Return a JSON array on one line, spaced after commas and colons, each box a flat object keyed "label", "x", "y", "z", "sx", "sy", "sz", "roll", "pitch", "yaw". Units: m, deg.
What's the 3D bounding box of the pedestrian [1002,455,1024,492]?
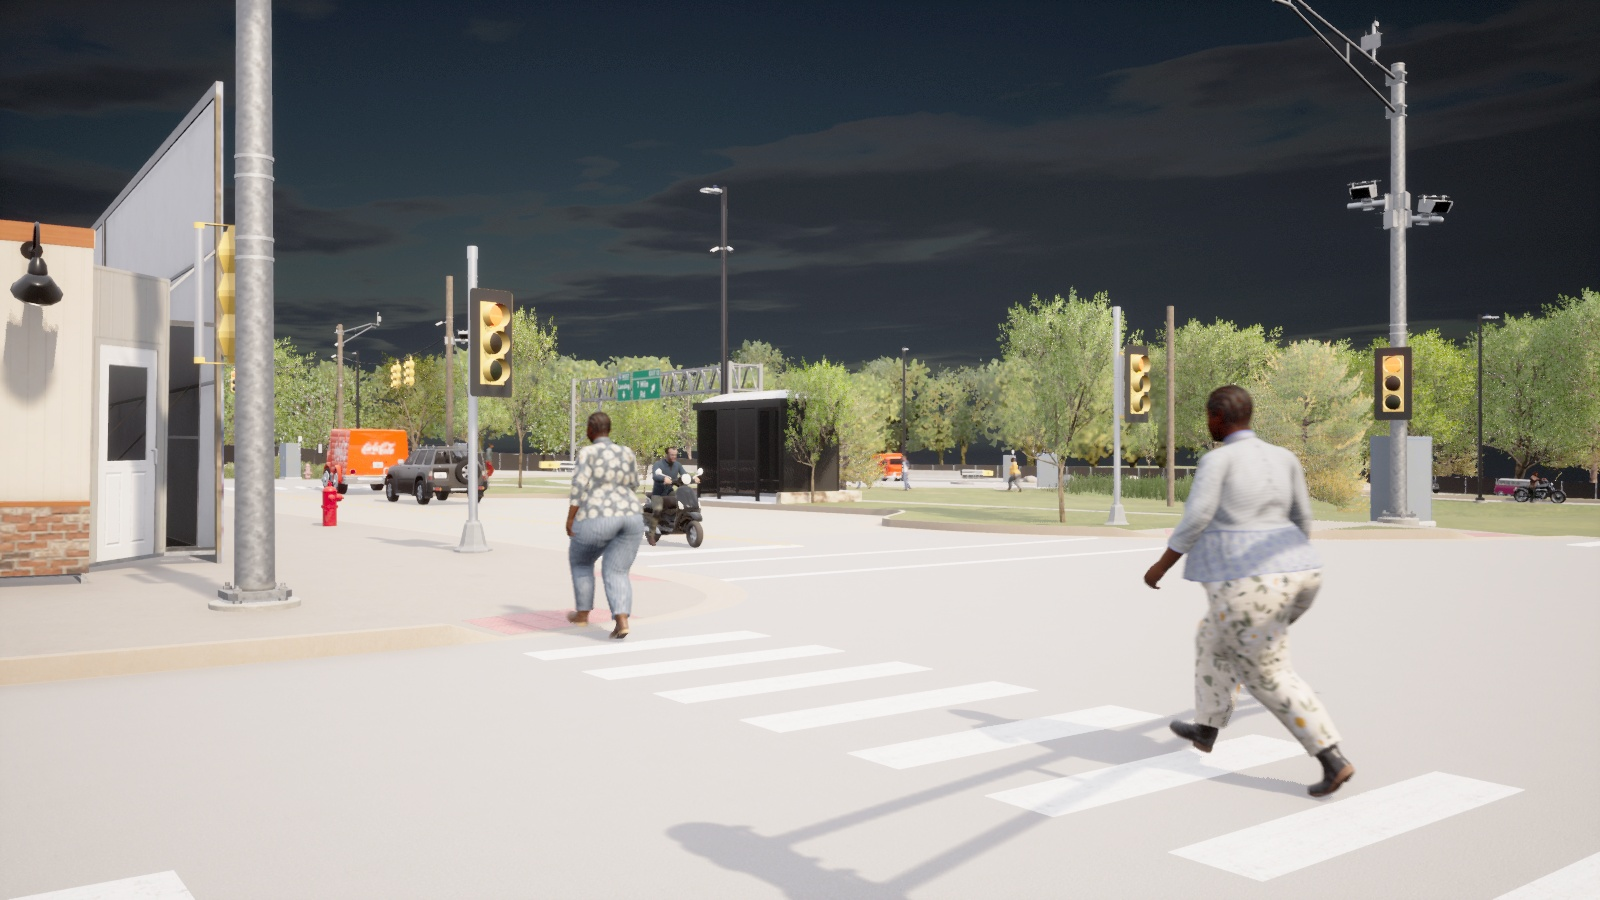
[{"label": "pedestrian", "x": 11.053, "y": 1.208, "z": 65.057, "sx": 0.900, "sy": 1.855, "sz": 0.874, "roll": 0, "pitch": 0, "yaw": 28}]

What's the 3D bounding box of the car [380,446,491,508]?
[{"label": "car", "x": -11.632, "y": 0.806, "z": 39.864, "sx": 1.932, "sy": 1.855, "sz": 4.605, "roll": 0, "pitch": 0, "yaw": -36}]

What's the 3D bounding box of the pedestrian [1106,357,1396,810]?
[{"label": "pedestrian", "x": 2.053, "y": 0.548, "z": 5.762, "sx": 0.874, "sy": 1.855, "sz": 0.900, "roll": 0, "pitch": 0, "yaw": -33}]

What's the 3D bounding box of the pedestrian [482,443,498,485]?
[{"label": "pedestrian", "x": -13.768, "y": 0.630, "z": 55.777, "sx": 0.614, "sy": 1.847, "sz": 0.353, "roll": 0, "pitch": 0, "yaw": -19}]

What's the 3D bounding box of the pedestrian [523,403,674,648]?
[{"label": "pedestrian", "x": -1.633, "y": 0.568, "z": 10.120, "sx": 0.874, "sy": 1.855, "sz": 0.900, "roll": 0, "pitch": 0, "yaw": -37}]

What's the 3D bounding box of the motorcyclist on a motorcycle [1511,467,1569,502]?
[{"label": "motorcyclist on a motorcycle", "x": 36.430, "y": 1.689, "z": 61.827, "sx": 0.766, "sy": 1.649, "sz": 2.350, "roll": 0, "pitch": 0, "yaw": -42}]

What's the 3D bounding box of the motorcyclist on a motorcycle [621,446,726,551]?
[{"label": "motorcyclist on a motorcycle", "x": -2.040, "y": 0.744, "z": 20.081, "sx": 0.866, "sy": 1.590, "sz": 1.817, "roll": 0, "pitch": 0, "yaw": -36}]

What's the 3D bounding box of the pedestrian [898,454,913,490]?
[{"label": "pedestrian", "x": 5.364, "y": 1.126, "z": 63.795, "sx": 0.706, "sy": 1.836, "sz": 0.354, "roll": 0, "pitch": 0, "yaw": -16}]

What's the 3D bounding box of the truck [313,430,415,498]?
[{"label": "truck", "x": -16.951, "y": 0.484, "z": 48.656, "sx": 2.627, "sy": 2.467, "sz": 5.204, "roll": 0, "pitch": 1, "yaw": -32}]
